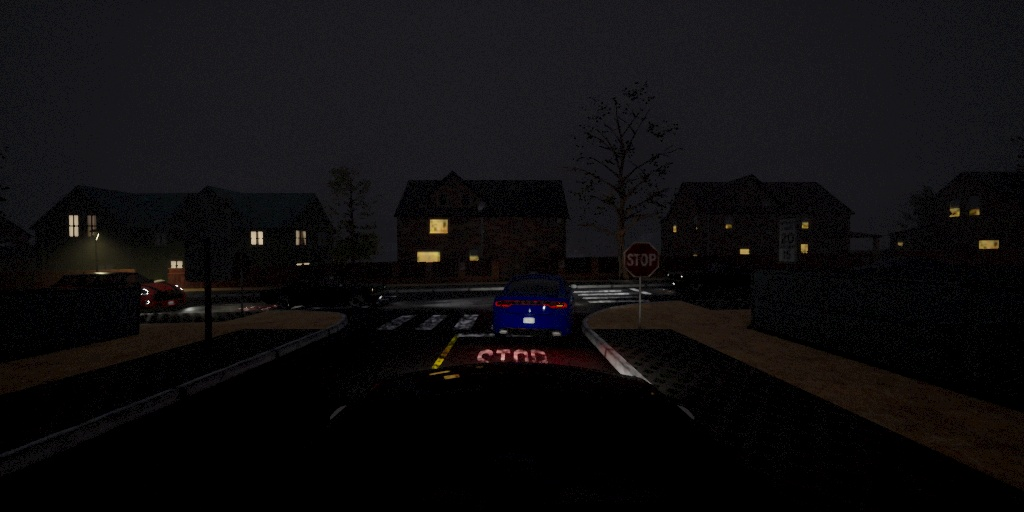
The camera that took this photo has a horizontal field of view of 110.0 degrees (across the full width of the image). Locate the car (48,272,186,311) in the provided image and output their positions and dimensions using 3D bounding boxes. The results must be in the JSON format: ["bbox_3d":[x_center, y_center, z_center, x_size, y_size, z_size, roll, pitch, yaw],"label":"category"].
[{"bbox_3d":[-16.807,1.472,15.293,4.553,1.767,2.097,-1,1,0],"label":"car"}]

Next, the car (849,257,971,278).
[{"bbox_3d":[20.046,0.753,18.285,5.357,1.411,2.033,-1,1,0],"label":"car"}]

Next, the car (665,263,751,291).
[{"bbox_3d":[10.401,1.034,18.244,4.718,1.301,1.895,-1,1,-1],"label":"car"}]

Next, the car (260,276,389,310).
[{"bbox_3d":[-7.819,1.506,15.306,4.718,1.301,1.895,-1,1,0],"label":"car"}]

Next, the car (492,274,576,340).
[{"bbox_3d":[0.781,1.226,10.103,1.882,1.535,5.008,0,0,10],"label":"car"}]
